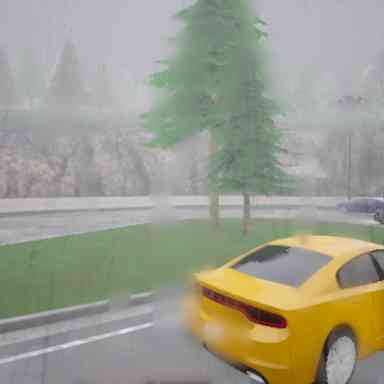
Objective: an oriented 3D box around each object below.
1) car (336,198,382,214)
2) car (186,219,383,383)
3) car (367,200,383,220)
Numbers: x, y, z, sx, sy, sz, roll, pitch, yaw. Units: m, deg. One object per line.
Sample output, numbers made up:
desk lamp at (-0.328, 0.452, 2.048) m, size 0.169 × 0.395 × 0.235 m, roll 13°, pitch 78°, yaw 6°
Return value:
car at (15.464, 1.252, 29.559) m, size 1.882 × 1.535 × 5.008 m, roll 1°, pitch 0°, yaw -42°
car at (2.284, 1.434, 5.201) m, size 5.008 × 1.535 × 1.882 m, roll 0°, pitch 1°, yaw -34°
car at (13.094, 1.417, 20.175) m, size 1.994 × 1.385 × 4.181 m, roll 0°, pitch 0°, yaw -9°
